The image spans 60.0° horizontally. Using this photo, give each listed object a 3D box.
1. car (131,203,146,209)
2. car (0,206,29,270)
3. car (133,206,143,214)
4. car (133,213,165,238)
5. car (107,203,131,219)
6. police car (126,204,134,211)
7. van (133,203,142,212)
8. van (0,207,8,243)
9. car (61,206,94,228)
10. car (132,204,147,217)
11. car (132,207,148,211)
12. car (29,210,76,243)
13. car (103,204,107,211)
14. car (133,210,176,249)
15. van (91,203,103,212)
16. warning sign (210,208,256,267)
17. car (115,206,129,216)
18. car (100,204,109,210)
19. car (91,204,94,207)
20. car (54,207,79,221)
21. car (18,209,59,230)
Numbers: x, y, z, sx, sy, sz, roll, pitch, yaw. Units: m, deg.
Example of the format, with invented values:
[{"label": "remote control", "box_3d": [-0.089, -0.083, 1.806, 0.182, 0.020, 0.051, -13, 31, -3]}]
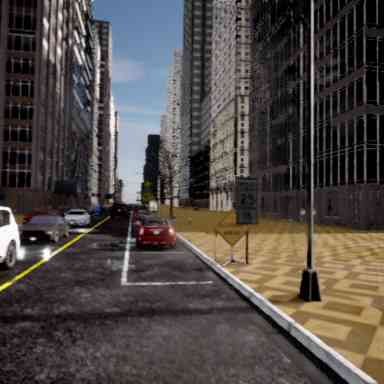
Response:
[{"label": "car", "box_3d": [-7.057, 2.615, 45.272, 2.192, 1.841, 5.009, 2, -2, -10]}, {"label": "car", "box_3d": [-6.503, 1.388, 8.919, 2.150, 2.045, 5.566, 1, -2, -10]}, {"label": "car", "box_3d": [-10.067, 3.304, 62.231, 1.752, 1.417, 4.829, 2, -2, -10]}, {"label": "car", "box_3d": [-3.031, 2.235, 22.878, 1.947, 1.339, 4.313, 2, -2, -10]}, {"label": "car", "box_3d": [-9.236, 2.398, 42.686, 2.150, 2.045, 5.566, 1, -2, -10]}, {"label": "police car", "box_3d": [-15.836, 3.801, 84.515, 1.930, 1.638, 5.238, 1, -2, -10]}, {"label": "van", "box_3d": [-12.016, 3.432, 73.269, 1.690, 1.788, 3.998, 2, -2, -10]}, {"label": "van", "box_3d": [-10.472, 1.650, 15.817, 1.690, 1.788, 3.998, 2, -2, -10]}, {"label": "car", "box_3d": [-10.076, 2.261, 29.107, 1.812, 1.442, 4.674, 1, -2, -9]}, {"label": "car", "box_3d": [-8.048, 2.773, 50.871, 2.192, 1.841, 5.009, 2, -2, -10]}, {"label": "car", "box_3d": [-5.080, 2.565, 34.064, 1.802, 1.307, 4.206, 2, -2, -10]}, {"label": "car", "box_3d": [-8.301, 1.998, 19.016, 2.033, 1.411, 5.357, 1, -2, -10]}, {"label": "car", "box_3d": [-21.269, 3.617, 77.426, 1.947, 1.339, 4.313, 2, -2, -10]}, {"label": "car", "box_3d": [-1.981, 1.953, 17.293, 1.967, 1.590, 4.097, 2, -2, -10]}, {"label": "van", "box_3d": [-19.279, 3.075, 66.233, 1.690, 1.788, 3.998, 2, -2, -10]}, {"label": "warning sign", "box_3d": [1.359, 1.502, 11.323, 1.300, 1.860, 1.060, 1, -2, -10]}, {"label": "car", "box_3d": [-11.250, 3.045, 54.015, 2.033, 1.411, 5.357, 1, -2, -10]}, {"label": "car", "box_3d": [-23.252, 3.920, 88.626, 2.008, 1.369, 4.403, 2, -2, -10]}, {"label": "car", "box_3d": [-16.309, 2.826, 49.427, 1.947, 1.339, 4.313, 2, -2, -10]}, {"label": "car", "box_3d": [-14.326, 2.509, 38.227, 1.947, 1.339, 4.313, 2, -2, -10]}, {"label": "car", "box_3d": [-12.351, 2.172, 27.029, 1.887, 1.381, 4.507, 2, -2, -10]}]
